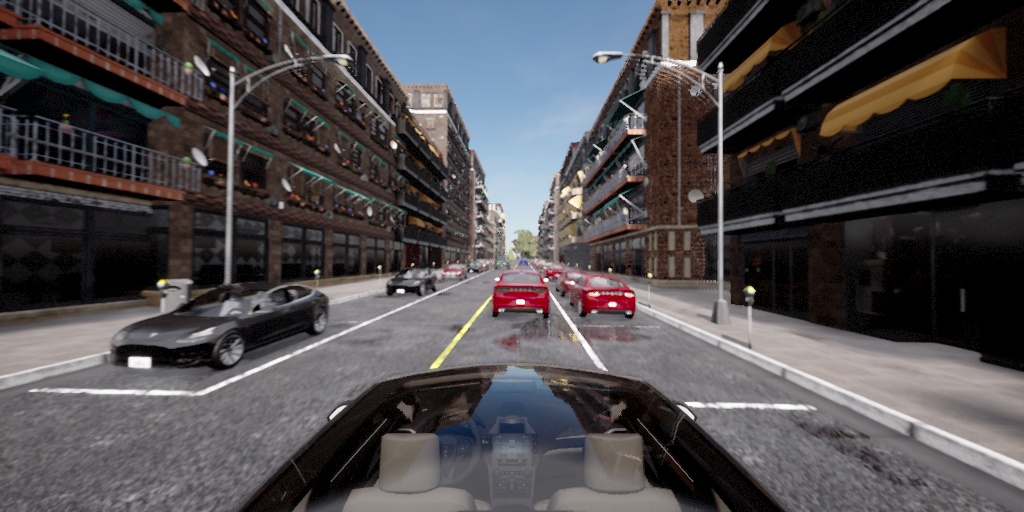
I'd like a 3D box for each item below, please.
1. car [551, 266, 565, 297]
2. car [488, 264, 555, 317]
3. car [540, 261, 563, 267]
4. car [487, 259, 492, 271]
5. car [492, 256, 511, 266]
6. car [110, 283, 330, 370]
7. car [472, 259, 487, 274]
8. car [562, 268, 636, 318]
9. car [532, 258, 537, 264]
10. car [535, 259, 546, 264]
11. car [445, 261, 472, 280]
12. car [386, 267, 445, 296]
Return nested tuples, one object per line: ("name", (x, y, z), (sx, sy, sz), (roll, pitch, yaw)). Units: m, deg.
("car", (3.214, 1.368, 18.699), (1.802, 1.307, 4.207), (0, 0, 2))
("car", (0.345, 1.245, 13.295), (1.882, 1.535, 5.008), (1, 0, 2))
("car", (3.590, 1.339, 30.014), (1.888, 1.381, 4.507), (0, 0, 2))
("car", (-4.215, 1.172, 47.311), (1.967, 1.591, 4.097), (0, 0, 2))
("car", (-1.347, 0.977, 52.326), (2.150, 2.045, 5.566), (1, 0, 2))
("car", (-5.673, 1.270, 7.706), (1.948, 1.339, 4.313), (0, 0, 2))
("car", (-4.405, 1.294, 41.652), (1.948, 1.339, 4.313), (0, 0, 2))
("car", (3.095, 1.328, 13.038), (1.888, 1.381, 4.507), (0, 0, 2))
("car", (4.349, 1.250, 52.647), (1.967, 1.591, 4.097), (0, 0, 2))
("car", (3.970, 1.352, 41.331), (2.007, 1.370, 4.403), (0, 0, 2))
("car", (-4.785, 1.302, 30.335), (1.802, 1.307, 4.207), (0, 0, 2))
("car", (-5.166, 1.279, 19.022), (1.948, 1.339, 4.313), (0, 0, 2))
